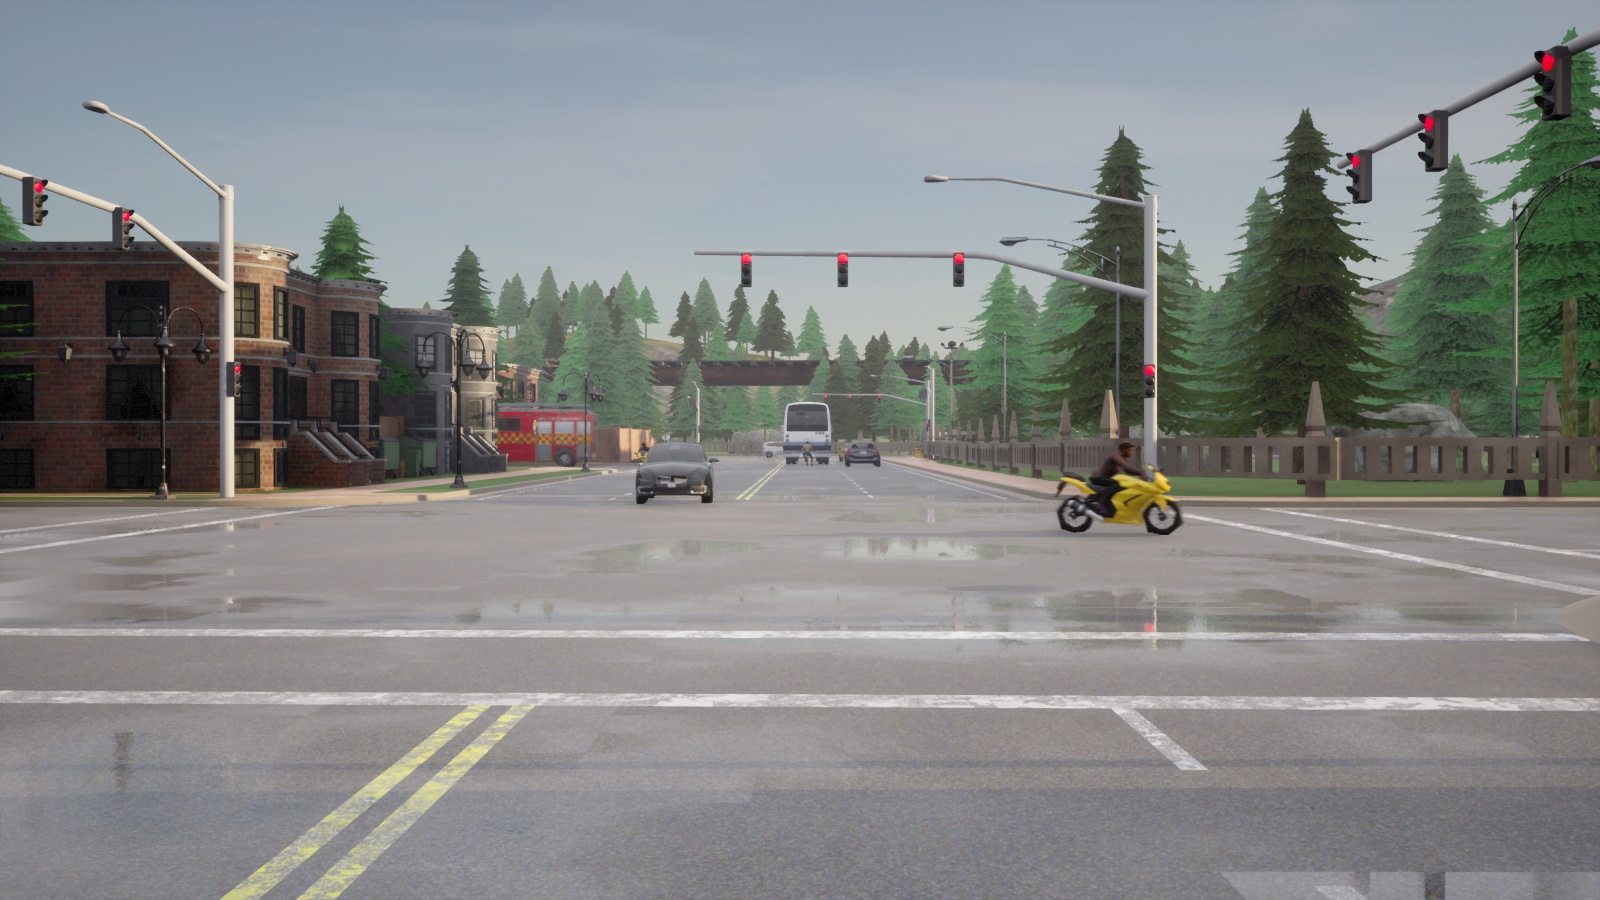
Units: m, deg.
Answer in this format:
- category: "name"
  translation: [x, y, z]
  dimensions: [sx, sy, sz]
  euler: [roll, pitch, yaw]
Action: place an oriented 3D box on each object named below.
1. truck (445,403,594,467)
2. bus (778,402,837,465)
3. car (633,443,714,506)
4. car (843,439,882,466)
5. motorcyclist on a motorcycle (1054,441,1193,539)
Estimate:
- category: "truck"
  translation: [-16.938, -0.901, 76.211]
  dimensions: [8.468, 3.827, 2.891]
  euler: [0, 0, -4]
- category: "bus"
  translation: [0.524, -1.136, 89.810]
  dimensions: [3.944, 4.253, 10.273]
  euler: [0, 0, 0]
- category: "car"
  translation: [-3.153, 0.568, 32.042]
  dimensions: [1.837, 1.490, 4.892]
  euler: [0, 0, -3]
- category: "car"
  translation: [3.969, 0.140, 80.385]
  dimensions: [2.242, 1.667, 4.611]
  euler: [0, 0, 0]
- category: "motorcyclist on a motorcycle"
  translation: [5.199, 0.619, 20.185]
  dimensions: [2.044, 1.523, 0.797]
  euler: [0, -1, 25]
